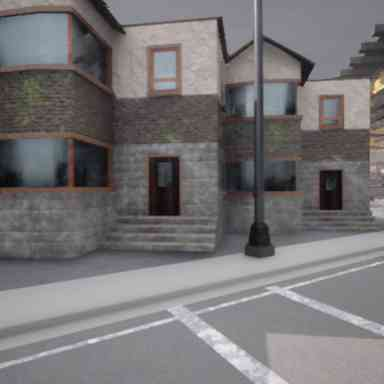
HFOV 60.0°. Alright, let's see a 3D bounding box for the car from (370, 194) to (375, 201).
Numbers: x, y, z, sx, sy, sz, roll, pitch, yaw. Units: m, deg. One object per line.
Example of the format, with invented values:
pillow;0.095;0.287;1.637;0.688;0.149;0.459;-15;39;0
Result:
car;32.300;0.961;62.389;1.837;1.490;4.892;0;0;0
